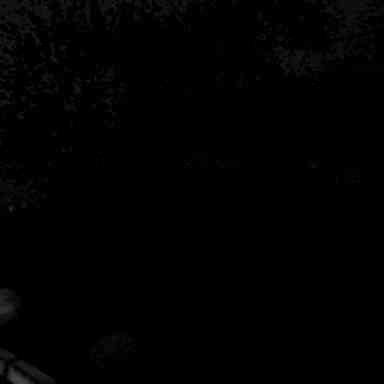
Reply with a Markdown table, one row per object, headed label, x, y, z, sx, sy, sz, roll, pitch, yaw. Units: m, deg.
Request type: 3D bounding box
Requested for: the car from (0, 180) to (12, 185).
| label | x | y | z | sx | sy | sz | roll | pitch | yaw |
| --- | --- | --- | --- | --- | --- | --- | --- | --- | --- |
| car | -30.430 | -2.294 | 52.625 | 2.435 | 2.045 | 5.566 | 1 | 4 | -1 |
